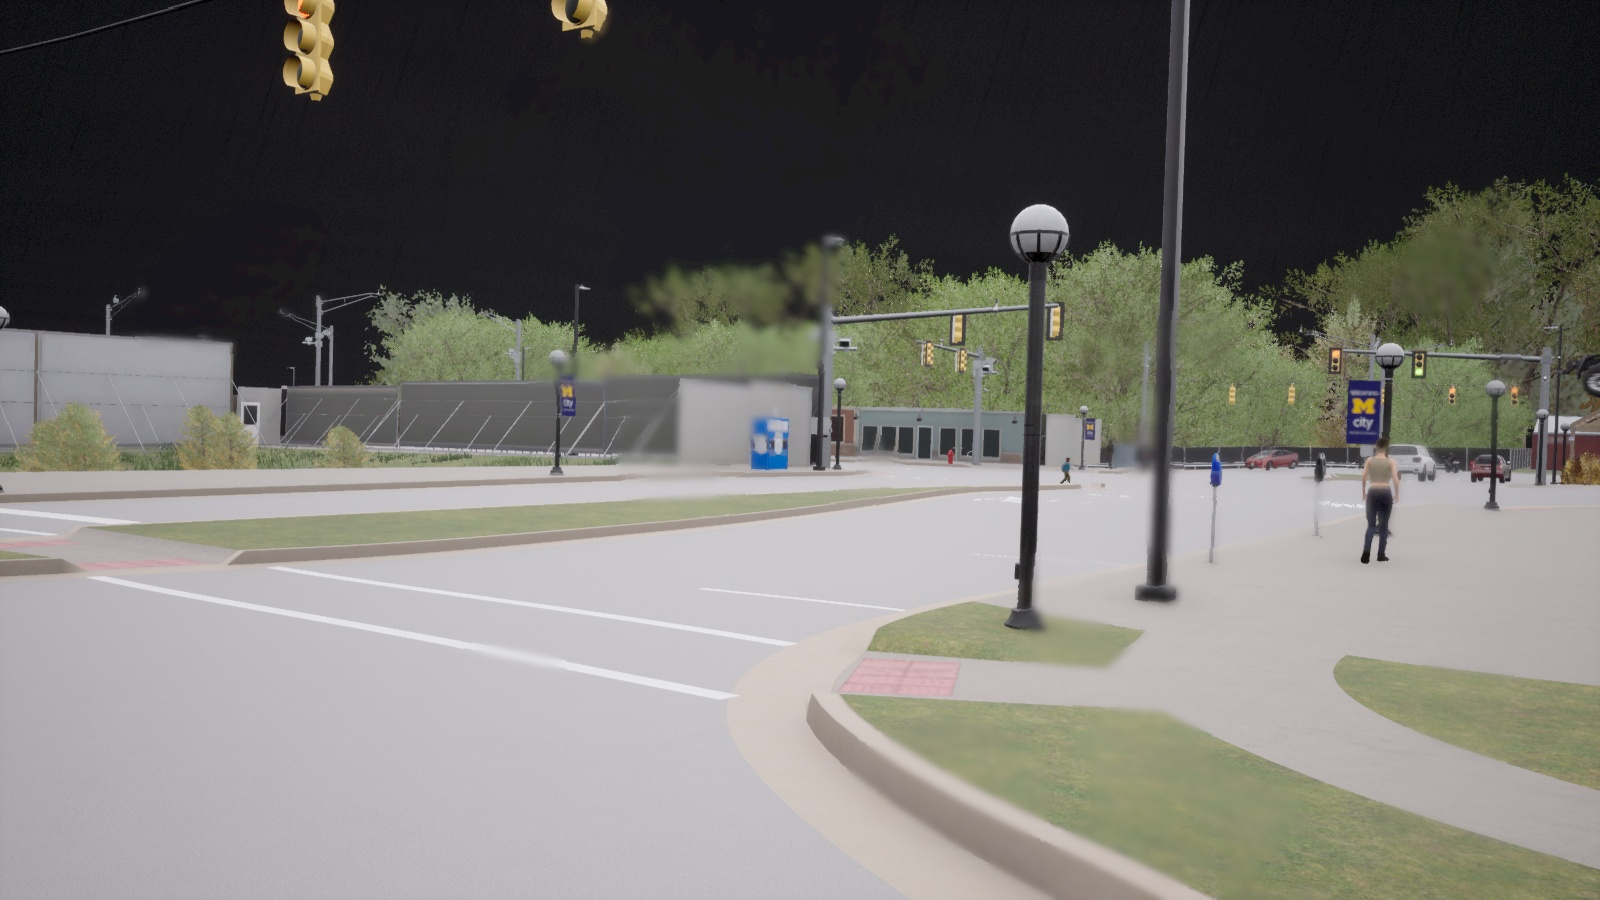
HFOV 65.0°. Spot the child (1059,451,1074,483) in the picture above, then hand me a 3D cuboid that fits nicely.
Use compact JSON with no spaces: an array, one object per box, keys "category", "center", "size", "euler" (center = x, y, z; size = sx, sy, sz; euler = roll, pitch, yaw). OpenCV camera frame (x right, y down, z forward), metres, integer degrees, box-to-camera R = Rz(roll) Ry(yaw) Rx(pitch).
[{"category":"child","center":[10.147,0.634,47.754],"size":[0.448,1.192,0.343],"euler":[2,2,36]}]

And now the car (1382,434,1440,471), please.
[{"category":"car","center":[35.007,0.158,71.873],"size":[2.150,2.045,5.566],"euler":[0,0,35]}]

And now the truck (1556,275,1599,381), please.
[{"category":"truck","center":[30.154,-4.365,42.208],"size":[7.936,3.462,2.891],"euler":[-3,2,32]}]

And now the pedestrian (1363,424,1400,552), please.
[{"category":"pedestrian","center":[8.483,0.542,18.315],"size":[0.345,1.836,0.594],"euler":[2,2,34]}]

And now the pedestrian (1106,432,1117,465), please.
[{"category":"pedestrian","center":[18.868,-0.092,76.092],"size":[0.395,1.930,0.692],"euler":[2,2,38]}]

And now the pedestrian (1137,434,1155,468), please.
[{"category":"pedestrian","center":[18.570,0.048,67.376],"size":[0.694,1.848,0.540],"euler":[2,2,44]}]

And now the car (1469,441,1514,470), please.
[{"category":"car","center":[40.737,0.293,73.917],"size":[1.851,1.617,3.988],"euler":[0,1,36]}]
